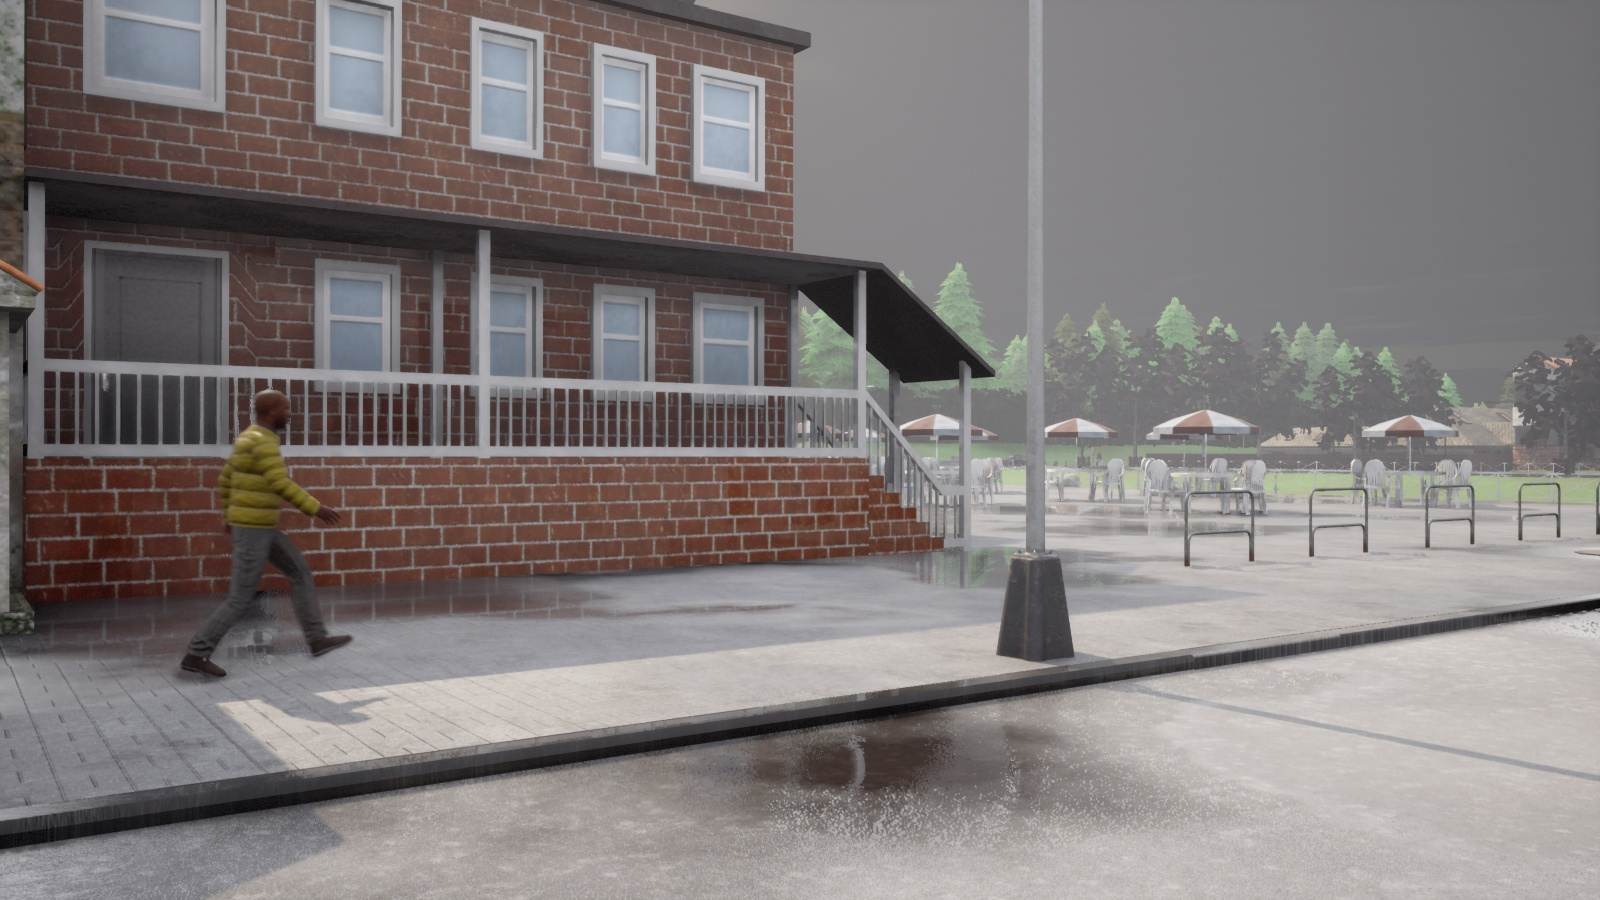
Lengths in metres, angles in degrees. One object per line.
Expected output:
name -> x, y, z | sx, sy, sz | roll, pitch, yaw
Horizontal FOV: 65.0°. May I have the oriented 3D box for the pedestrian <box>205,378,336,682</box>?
pedestrian -> -3.335, 0.481, 7.913 | 0.726, 1.835, 0.370 | 0, 0, -28
